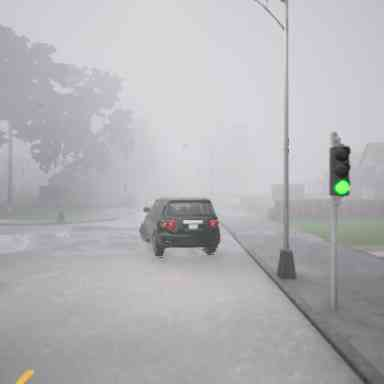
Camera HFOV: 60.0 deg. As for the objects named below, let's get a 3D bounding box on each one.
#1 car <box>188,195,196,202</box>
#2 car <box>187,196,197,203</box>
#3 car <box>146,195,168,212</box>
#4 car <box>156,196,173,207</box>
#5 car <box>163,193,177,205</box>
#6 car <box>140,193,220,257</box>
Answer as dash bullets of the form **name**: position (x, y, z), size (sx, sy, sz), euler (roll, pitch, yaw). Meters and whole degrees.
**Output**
- **car**: position (-0.012, 1.423, 74.956), size (1.837, 1.490, 4.892), euler (0, 0, 0)
- **car**: position (0.013, 1.457, 66.289), size (1.812, 1.442, 4.674), euler (0, 0, 0)
- **car**: position (-4.098, 1.311, 39.327), size (2.097, 1.767, 4.553), euler (0, 0, 0)
- **car**: position (-4.066, 1.440, 49.729), size (2.128, 1.511, 4.902), euler (0, 0, 0)
- **car**: position (-4.009, 1.159, 60.242), size (2.150, 2.045, 5.566), euler (0, 0, 0)
- **car**: position (-0.634, 1.207, 13.205), size (2.150, 2.045, 5.566), euler (1, 0, -14)
